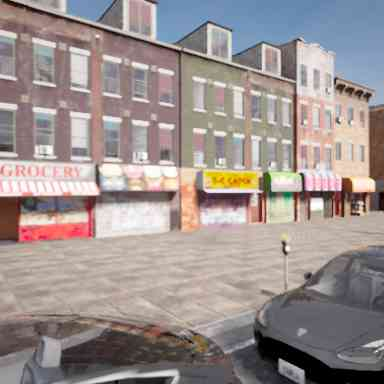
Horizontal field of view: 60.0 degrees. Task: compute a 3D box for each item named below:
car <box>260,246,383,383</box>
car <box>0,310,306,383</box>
[{"bbox_3d":[2.836,1.547,4.834,4.313,1.339,1.947,0,0,-35],"label":"car"},{"bbox_3d":[-1.603,1.567,1.668,4.313,1.339,1.947,0,0,-35],"label":"car"}]
